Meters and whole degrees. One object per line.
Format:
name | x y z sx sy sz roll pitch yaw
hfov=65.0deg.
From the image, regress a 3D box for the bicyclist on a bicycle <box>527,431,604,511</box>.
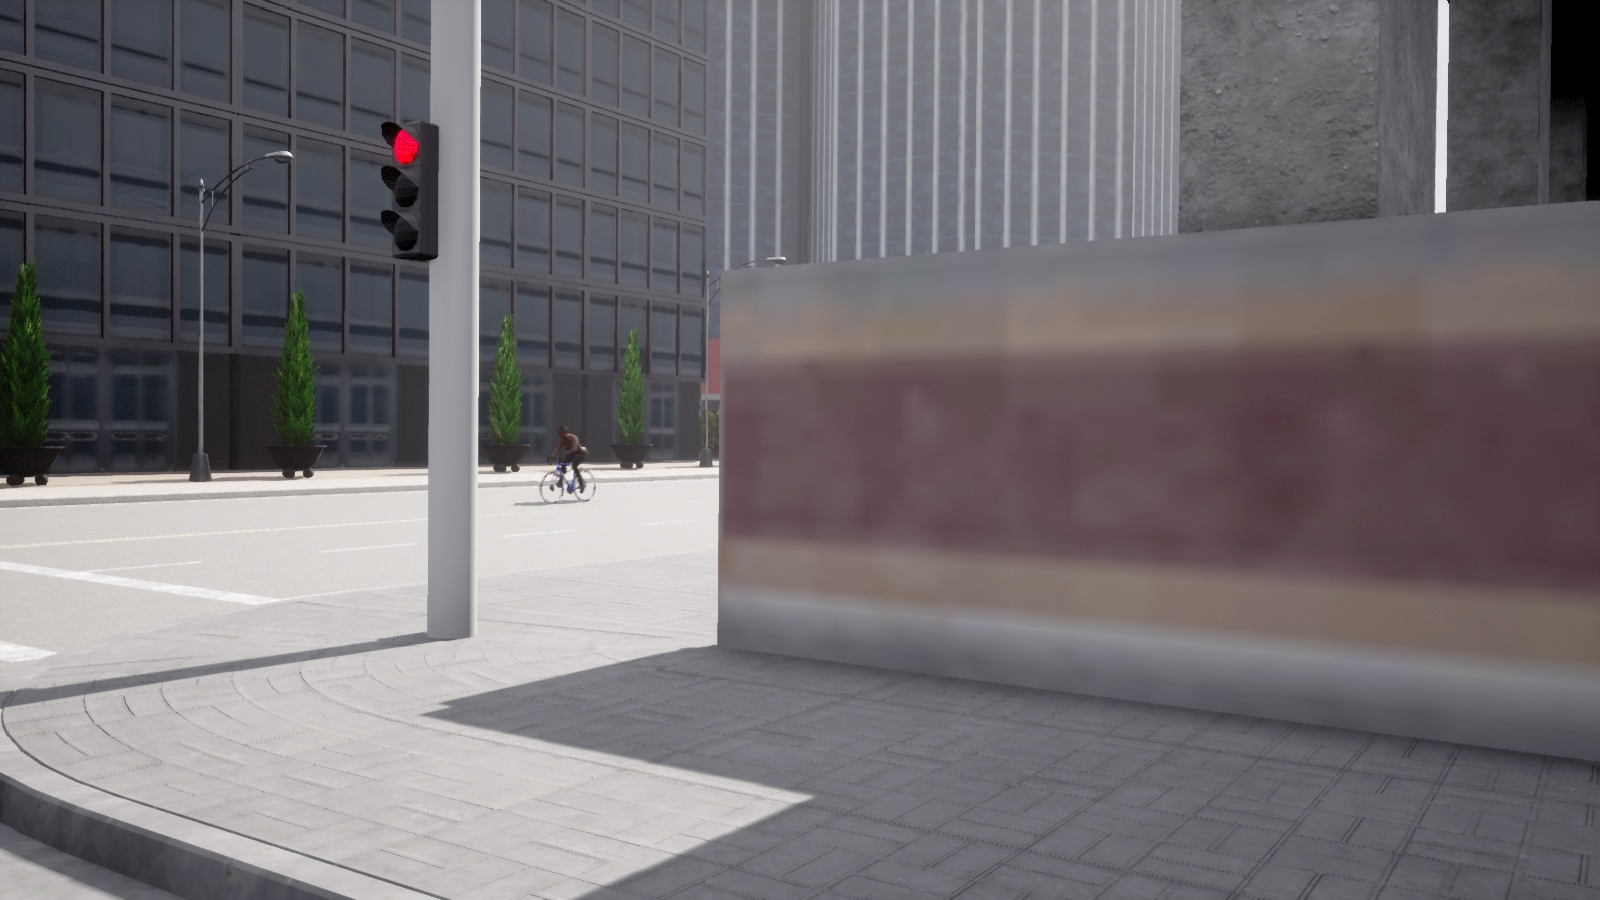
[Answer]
bicyclist on a bicycle | -4.911 0.413 26.395 0.582 1.620 1.656 0 1 34
